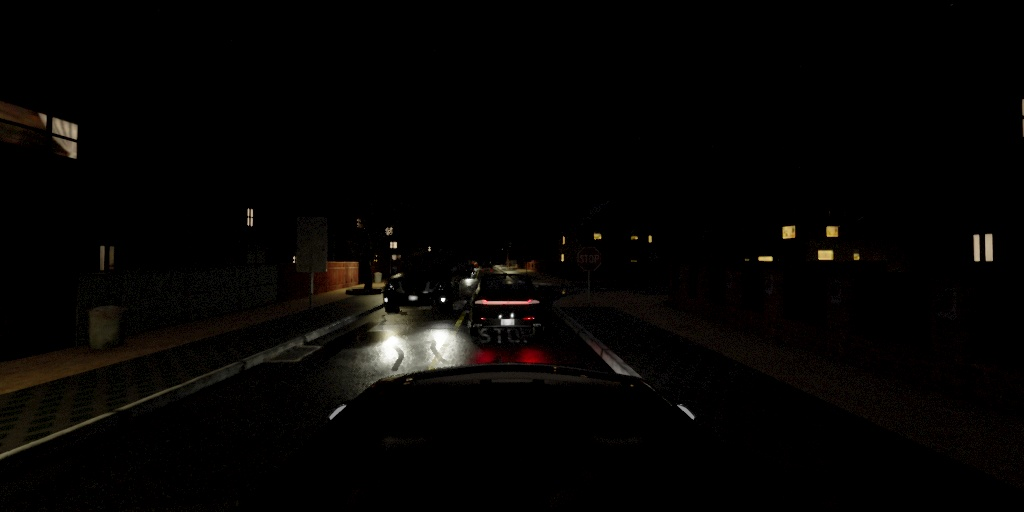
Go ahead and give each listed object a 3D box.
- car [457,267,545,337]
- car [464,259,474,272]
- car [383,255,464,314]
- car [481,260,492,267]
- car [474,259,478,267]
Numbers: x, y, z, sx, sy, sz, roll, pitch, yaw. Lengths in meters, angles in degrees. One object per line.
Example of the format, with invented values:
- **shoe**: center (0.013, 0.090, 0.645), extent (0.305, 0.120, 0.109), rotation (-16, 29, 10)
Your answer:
- **car**: center (-0.196, 1.251, 10.335), extent (2.128, 1.511, 4.902), rotation (0, 0, -2)
- **car**: center (-4.897, 1.301, 34.577), extent (1.882, 1.535, 5.008), rotation (0, 0, -5)
- **car**: center (-3.297, 0.983, 14.153), extent (2.150, 2.045, 5.566), rotation (0, 0, -3)
- **car**: center (-4.395, 1.548, 62.884), extent (1.812, 1.442, 4.674), rotation (0, 0, -5)
- **car**: center (-6.012, 1.450, 48.135), extent (2.033, 1.411, 5.357), rotation (0, 0, -5)
